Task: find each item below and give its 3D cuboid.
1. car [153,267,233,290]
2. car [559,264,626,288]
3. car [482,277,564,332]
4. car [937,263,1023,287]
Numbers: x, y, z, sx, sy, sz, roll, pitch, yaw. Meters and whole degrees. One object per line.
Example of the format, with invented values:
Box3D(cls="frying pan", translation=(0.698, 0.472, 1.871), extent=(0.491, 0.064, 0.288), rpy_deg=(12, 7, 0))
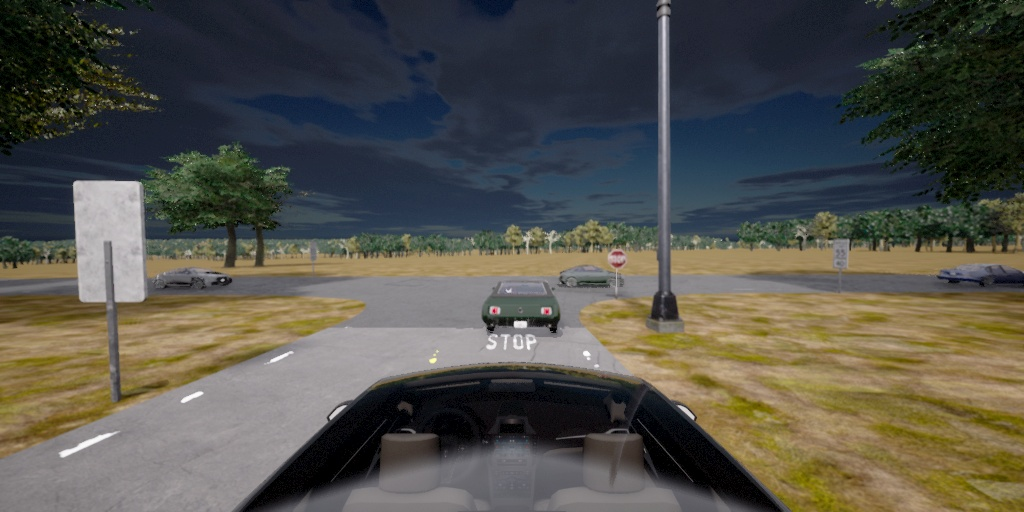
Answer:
Box3D(cls="car", translation=(-21.147, 1.427, 23.835), extent=(4.181, 1.385, 1.994), rpy_deg=(0, 3, 4))
Box3D(cls="car", translation=(5.080, 1.252, 22.977), extent=(4.181, 1.385, 1.994), rpy_deg=(0, 3, 1))
Box3D(cls="car", translation=(0.346, 1.309, 10.636), extent=(1.895, 1.301, 4.718), rpy_deg=(0, 0, 4))
Box3D(cls="car", translation=(31.175, 1.197, 23.438), extent=(5.357, 1.411, 2.033), rpy_deg=(0, 3, -3))
